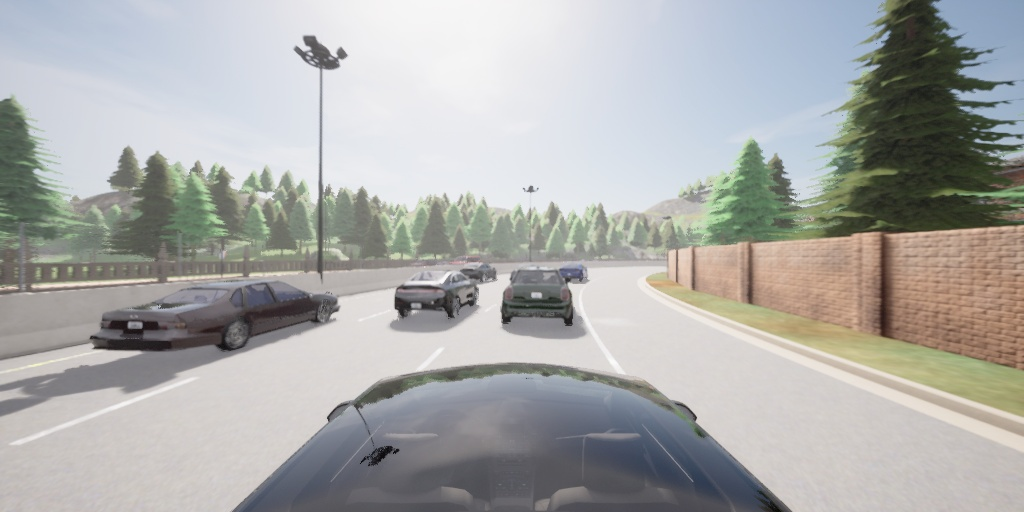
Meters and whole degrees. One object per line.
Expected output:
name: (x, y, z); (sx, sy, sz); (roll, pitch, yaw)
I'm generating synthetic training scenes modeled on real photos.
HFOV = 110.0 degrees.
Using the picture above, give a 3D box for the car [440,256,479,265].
car: (-5.523, 1.037, 41.783); (2.150, 2.045, 5.566); (0, 0, 24)

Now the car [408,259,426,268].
car: (-11.270, 1.157, 45.918); (2.097, 1.767, 4.553); (0, 0, 25)

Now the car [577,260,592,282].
car: (5.311, 1.312, 30.563); (1.882, 1.535, 5.008); (0, 0, 19)

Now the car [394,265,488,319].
car: (-2.504, 1.257, 12.908); (2.128, 1.511, 4.902); (0, 0, 7)

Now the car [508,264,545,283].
car: (1.302, 1.381, 29.594); (1.994, 1.385, 4.181); (0, 0, 17)

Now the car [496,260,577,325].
car: (0.938, 1.129, 12.186); (2.097, 1.767, 4.553); (0, 0, 7)

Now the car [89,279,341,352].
car: (-6.515, 1.289, 8.898); (2.033, 1.411, 5.357); (0, 0, 5)

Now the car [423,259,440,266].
car: (-8.408, 1.376, 43.784); (1.994, 1.385, 4.181); (0, 0, 24)

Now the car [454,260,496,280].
car: (-2.586, 1.306, 28.882); (1.837, 1.490, 4.892); (0, 0, 17)
